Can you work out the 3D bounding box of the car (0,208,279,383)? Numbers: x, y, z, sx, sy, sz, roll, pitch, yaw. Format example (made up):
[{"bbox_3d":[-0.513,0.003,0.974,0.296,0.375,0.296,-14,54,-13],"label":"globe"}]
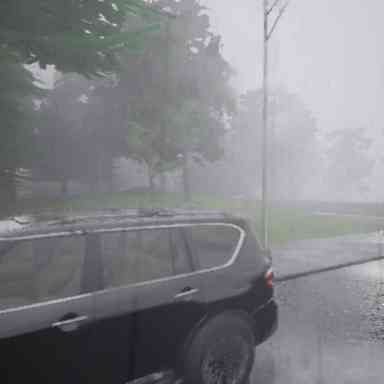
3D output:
[{"bbox_3d":[-1.481,1.230,3.545,5.566,2.045,2.150,1,0,-36],"label":"car"}]
